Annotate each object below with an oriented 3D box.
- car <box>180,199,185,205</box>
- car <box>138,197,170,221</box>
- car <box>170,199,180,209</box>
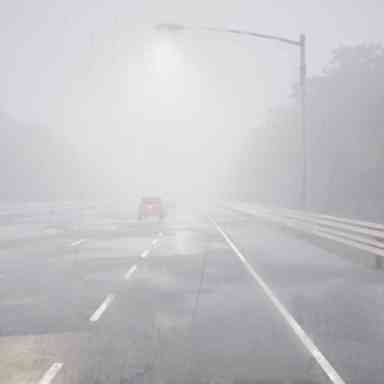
[{"bbox_3d":[-3.193,2.447,81.371,1.812,1.442,4.674,0,-1,0],"label":"car"},{"bbox_3d":[-3.472,1.425,29.964,2.150,2.045,5.566,0,-1,0],"label":"car"},{"bbox_3d":[-3.376,2.005,54.205,1.882,1.535,5.008,0,-1,0],"label":"car"}]
